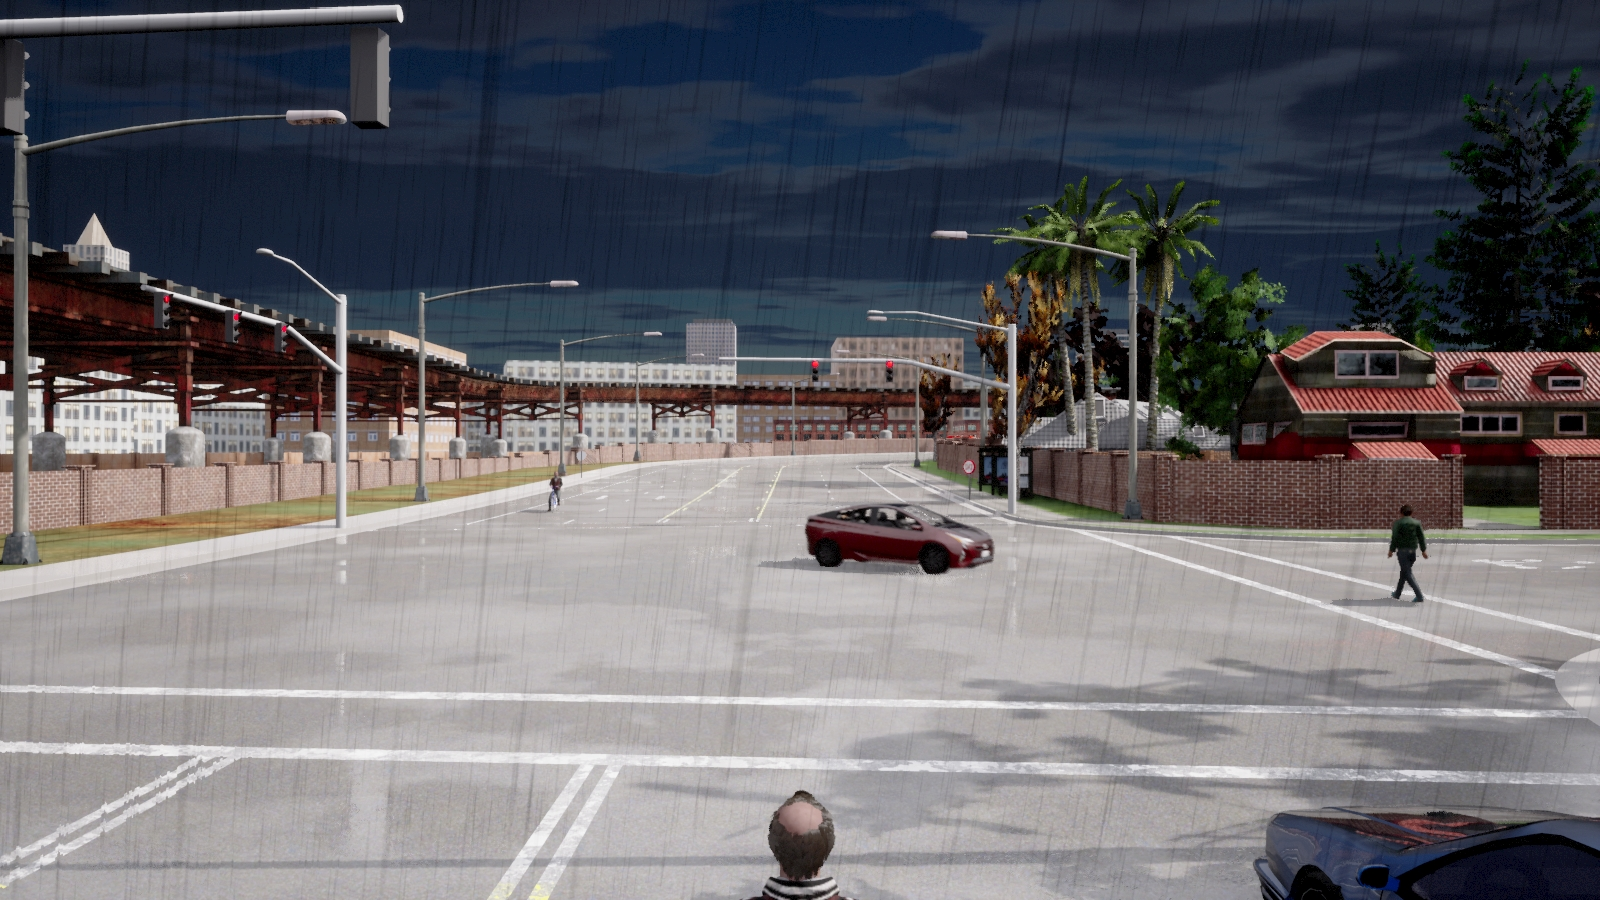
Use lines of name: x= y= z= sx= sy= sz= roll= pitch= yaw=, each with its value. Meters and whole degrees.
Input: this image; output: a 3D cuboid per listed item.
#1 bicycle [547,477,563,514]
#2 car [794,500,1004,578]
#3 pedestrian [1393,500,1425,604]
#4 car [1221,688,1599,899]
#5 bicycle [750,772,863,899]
bicycle: x=-10.519 y=1.934 z=49.111 sx=0.329 sy=1.496 sz=1.835 roll=0 pitch=0 yaw=0
car: x=2.291 y=2.024 z=26.914 sx=4.514 sy=1.525 sz=2.007 roll=0 pitch=0 yaw=34
pedestrian: x=11.086 y=1.848 z=20.810 sx=0.375 sy=1.860 sz=0.375 roll=0 pitch=0 yaw=-3
car: x=3.467 y=2.106 z=4.038 sx=2.033 sy=1.411 sz=5.357 roll=0 pitch=0 yaw=1
bicycle: x=0.019 y=2.048 z=3.681 sx=0.329 sy=1.496 sz=1.835 roll=0 pitch=0 yaw=0
